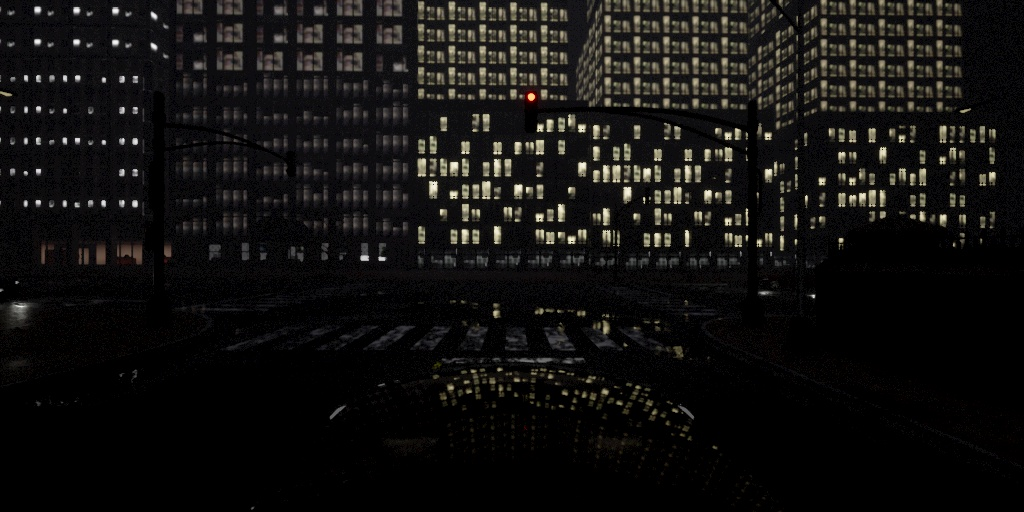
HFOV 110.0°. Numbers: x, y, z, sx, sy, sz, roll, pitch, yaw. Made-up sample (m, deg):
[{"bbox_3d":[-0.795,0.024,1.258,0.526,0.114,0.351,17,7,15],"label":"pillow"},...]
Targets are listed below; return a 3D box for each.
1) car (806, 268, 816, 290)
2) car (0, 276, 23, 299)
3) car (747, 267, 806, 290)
[{"bbox_3d":[20.663,1.374,21.156,4.553,1.767,2.097,1,0,-1],"label":"car"},{"bbox_3d":[-22.018,1.010,13.775,4.674,1.442,1.812,1,0,-1],"label":"car"},{"bbox_3d":[18.760,1.484,24.377,5.008,1.535,1.882,1,0,-1],"label":"car"}]
